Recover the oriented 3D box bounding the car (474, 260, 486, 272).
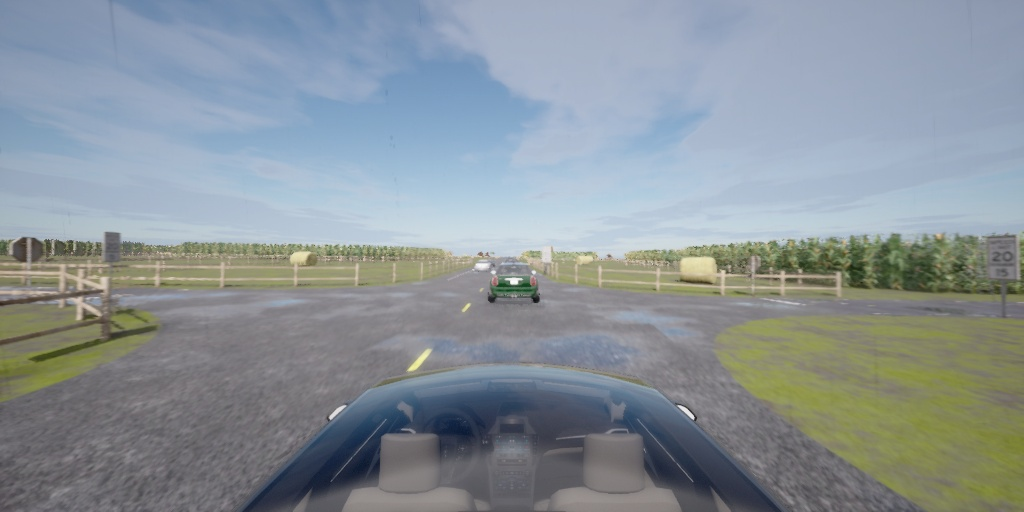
[{"bbox_3d":[-3.731,1.252,45.928,1.812,1.442,4.674,0,0,0],"label":"car"}]

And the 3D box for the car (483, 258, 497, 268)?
[{"bbox_3d":[-3.810,1.197,62.279,2.128,1.511,4.902,0,0,0],"label":"car"}]

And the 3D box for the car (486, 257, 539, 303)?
[{"bbox_3d":[0.083,1.098,16.858,2.097,1.767,4.553,0,0,0],"label":"car"}]
